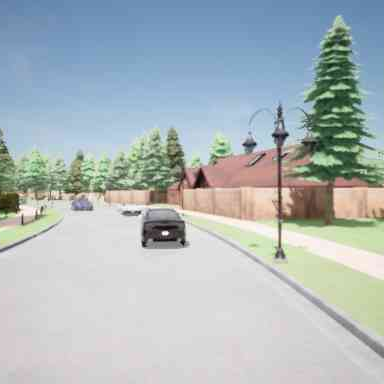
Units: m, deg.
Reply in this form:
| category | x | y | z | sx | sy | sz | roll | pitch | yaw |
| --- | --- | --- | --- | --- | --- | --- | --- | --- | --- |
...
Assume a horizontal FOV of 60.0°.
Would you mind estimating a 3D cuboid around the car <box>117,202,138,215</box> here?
| category | x | y | z | sx | sy | sz | roll | pitch | yaw |
| --- | --- | --- | --- | --- | --- | --- | --- | --- | --- |
| car | -6.481 | 1.647 | 34.143 | 1.895 | 1.301 | 4.718 | 0 | 0 | -21 |

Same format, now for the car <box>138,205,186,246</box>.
| category | x | y | z | sx | sy | sz | roll | pitch | yaw |
| --- | --- | --- | --- | --- | --- | --- | --- | --- | --- |
| car | -1.463 | 1.493 | 15.632 | 1.882 | 1.535 | 5.008 | 0 | 0 | -9 |

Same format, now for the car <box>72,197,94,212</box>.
| category | x | y | z | sx | sy | sz | roll | pitch | yaw |
| --- | --- | --- | --- | --- | --- | --- | --- | --- | --- |
| car | -13.563 | 1.430 | 41.129 | 2.097 | 1.767 | 4.553 | 0 | 0 | -26 |
